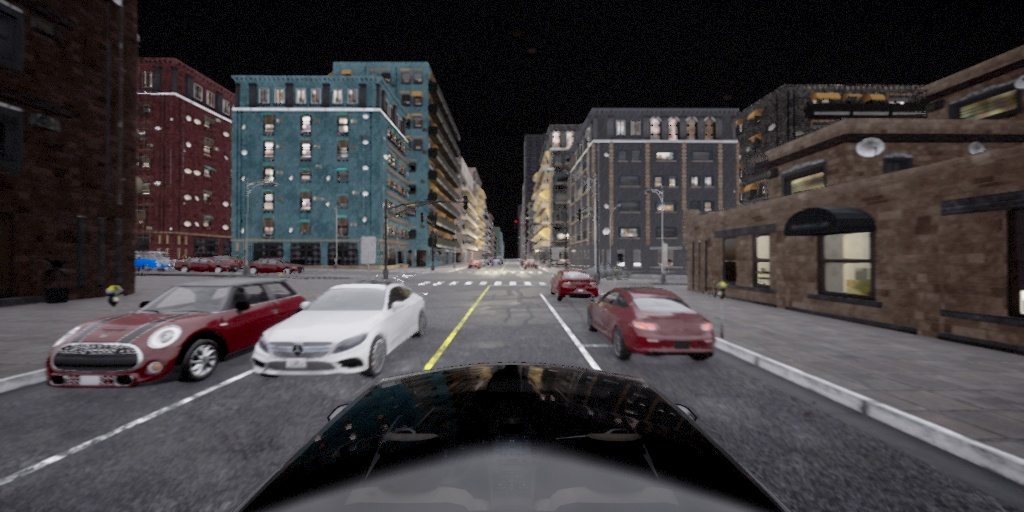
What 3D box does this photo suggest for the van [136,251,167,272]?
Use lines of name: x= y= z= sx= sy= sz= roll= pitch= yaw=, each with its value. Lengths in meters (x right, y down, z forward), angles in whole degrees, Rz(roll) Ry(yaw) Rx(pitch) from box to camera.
van: x=-31.375 y=0.479 z=30.325 sx=3.998 sy=1.789 sz=1.690 roll=0 pitch=0 yaw=-1

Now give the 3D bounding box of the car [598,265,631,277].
car: x=8.894 y=1.490 z=33.391 sx=4.181 sy=1.385 sz=1.994 roll=1 pitch=0 yaw=-1

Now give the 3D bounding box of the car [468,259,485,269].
car: x=-5.776 y=1.280 z=55.728 sx=1.888 sy=1.381 sz=4.507 roll=0 pitch=0 yaw=0

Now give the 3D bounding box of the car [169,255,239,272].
car: x=-25.689 y=0.791 z=30.377 sx=4.507 sy=1.381 sz=1.888 roll=0 pitch=0 yaw=-1

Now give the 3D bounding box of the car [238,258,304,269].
car: x=-20.007 y=0.898 z=30.353 sx=4.507 sy=1.381 sz=1.888 roll=0 pitch=0 yaw=-1

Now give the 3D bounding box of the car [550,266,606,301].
car: x=2.822 y=1.288 z=17.034 sx=1.888 sy=1.381 sz=4.507 roll=0 pitch=0 yaw=0

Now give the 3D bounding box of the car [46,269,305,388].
car: x=-5.818 y=1.187 z=6.933 sx=1.967 sy=1.591 sz=4.097 roll=0 pitch=0 yaw=0

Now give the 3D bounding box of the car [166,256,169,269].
car: x=-27.963 y=0.791 z=33.047 sx=5.357 sy=1.411 sz=2.033 roll=1 pitch=0 yaw=0

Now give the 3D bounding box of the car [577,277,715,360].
car: x=2.822 y=1.329 z=8.033 sx=1.802 sy=1.307 sz=4.207 roll=0 pitch=0 yaw=0

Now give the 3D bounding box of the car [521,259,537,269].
car: x=2.806 y=1.175 z=54.505 sx=1.967 sy=1.591 sz=4.097 roll=0 pitch=0 yaw=0

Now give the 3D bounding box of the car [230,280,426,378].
car: x=-3.094 y=1.272 z=7.477 sx=1.812 sy=1.442 sz=4.674 roll=0 pitch=0 yaw=0
